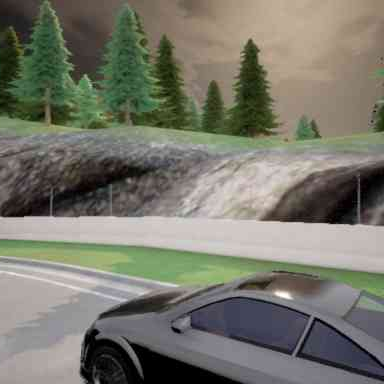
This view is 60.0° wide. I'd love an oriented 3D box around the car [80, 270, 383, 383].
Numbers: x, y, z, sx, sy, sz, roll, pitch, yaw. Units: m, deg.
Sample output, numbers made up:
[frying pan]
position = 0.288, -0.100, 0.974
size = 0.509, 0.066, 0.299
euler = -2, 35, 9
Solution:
[car]
position = 0.740, 1.579, 3.491
size = 4.181, 1.385, 1.994
euler = -1, 0, 35
